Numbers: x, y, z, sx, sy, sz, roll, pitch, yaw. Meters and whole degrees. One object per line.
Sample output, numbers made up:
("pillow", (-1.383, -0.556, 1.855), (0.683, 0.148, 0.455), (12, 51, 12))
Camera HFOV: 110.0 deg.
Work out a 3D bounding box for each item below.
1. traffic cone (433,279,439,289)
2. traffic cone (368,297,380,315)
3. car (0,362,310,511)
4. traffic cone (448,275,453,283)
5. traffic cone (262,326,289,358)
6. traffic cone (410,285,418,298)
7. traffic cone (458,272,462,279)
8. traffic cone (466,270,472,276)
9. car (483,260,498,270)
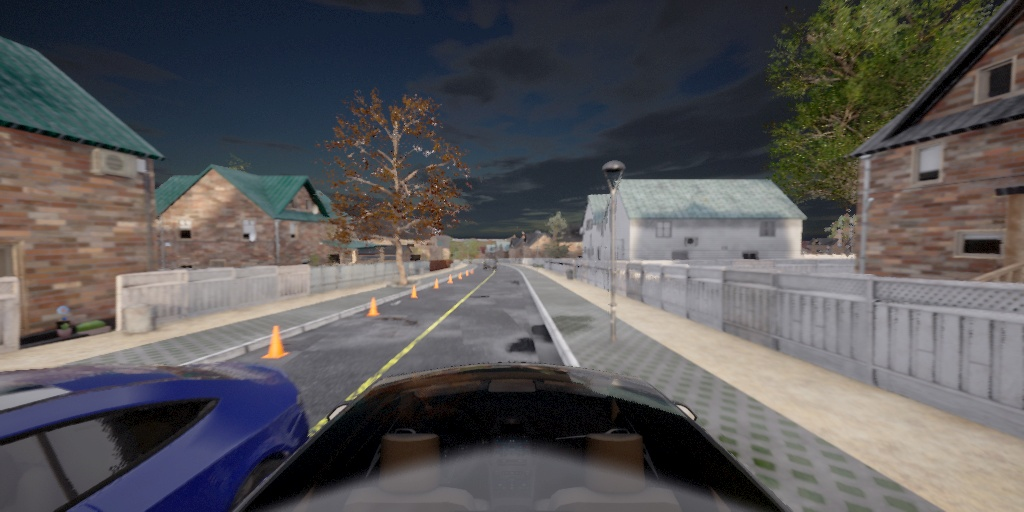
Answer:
("traffic cone", (-4.677, 1.710, 22.191), (0.340, 0.580, 0.340), (0, 0, 0))
("traffic cone", (-4.703, 1.700, 12.176), (0.340, 0.580, 0.340), (0, 0, 0))
("car", (-2.447, 1.276, 0.959), (1.812, 1.442, 4.674), (0, 0, 0))
("traffic cone", (-4.664, 1.720, 27.198), (0.340, 0.580, 0.340), (0, 0, 0))
("traffic cone", (-4.717, 1.700, 7.170), (0.340, 0.580, 0.340), (0, 0, 0))
("traffic cone", (-4.691, 1.704, 17.183), (0.340, 0.580, 0.340), (0, 0, 0))
("traffic cone", (-4.651, 1.733, 32.205), (0.340, 0.580, 0.340), (0, 0, 0))
("traffic cone", (-4.649, 1.749, 37.194), (0.340, 0.580, 0.340), (0, 0, 0))
("car", (-3.328, 1.360, 53.969), (1.837, 1.490, 4.892), (0, -1, -11))
